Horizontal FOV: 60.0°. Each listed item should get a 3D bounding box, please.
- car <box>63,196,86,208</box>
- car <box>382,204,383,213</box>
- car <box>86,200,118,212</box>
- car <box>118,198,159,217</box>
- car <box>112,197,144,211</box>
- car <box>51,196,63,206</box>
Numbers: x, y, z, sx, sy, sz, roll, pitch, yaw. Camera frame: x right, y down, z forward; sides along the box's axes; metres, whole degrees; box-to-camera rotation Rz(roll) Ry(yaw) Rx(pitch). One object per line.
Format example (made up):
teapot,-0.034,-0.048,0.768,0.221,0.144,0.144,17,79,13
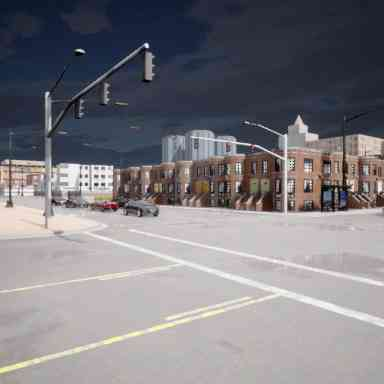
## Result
car,-16.277,1.352,47.138,2.097,1.767,4.553,0,0,-36
car,20.214,1.222,31.415,5.566,2.045,2.150,0,0,-36
car,-10.331,1.601,38.889,1.895,1.301,4.718,0,0,-36
car,-4.866,1.505,31.318,1.837,1.490,4.892,0,0,-36
car,-8.202,1.491,42.239,2.128,1.511,4.902,0,0,-36
car,-22.298,1.492,55.551,2.128,1.511,4.902,0,0,-35
